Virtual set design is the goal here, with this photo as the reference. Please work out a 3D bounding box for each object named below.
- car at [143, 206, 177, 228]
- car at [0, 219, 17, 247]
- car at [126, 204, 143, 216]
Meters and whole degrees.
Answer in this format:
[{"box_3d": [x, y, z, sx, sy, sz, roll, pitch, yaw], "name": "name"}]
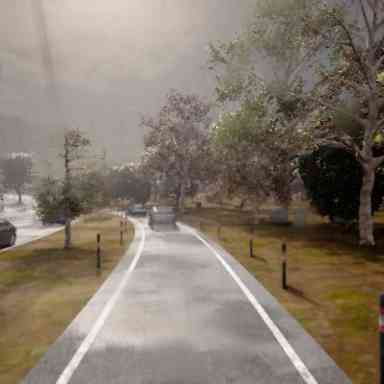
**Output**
[{"box_3d": [-2.340, 1.840, 25.114, 2.128, 1.511, 4.902, 0, -1, -11], "name": "car"}, {"box_3d": [-9.667, 1.932, 15.111, 2.231, 1.521, 4.892, 3, -2, -5], "name": "car"}, {"box_3d": [-6.954, 2.207, 41.551, 1.994, 1.385, 4.181, -1, -1, -20], "name": "car"}]
